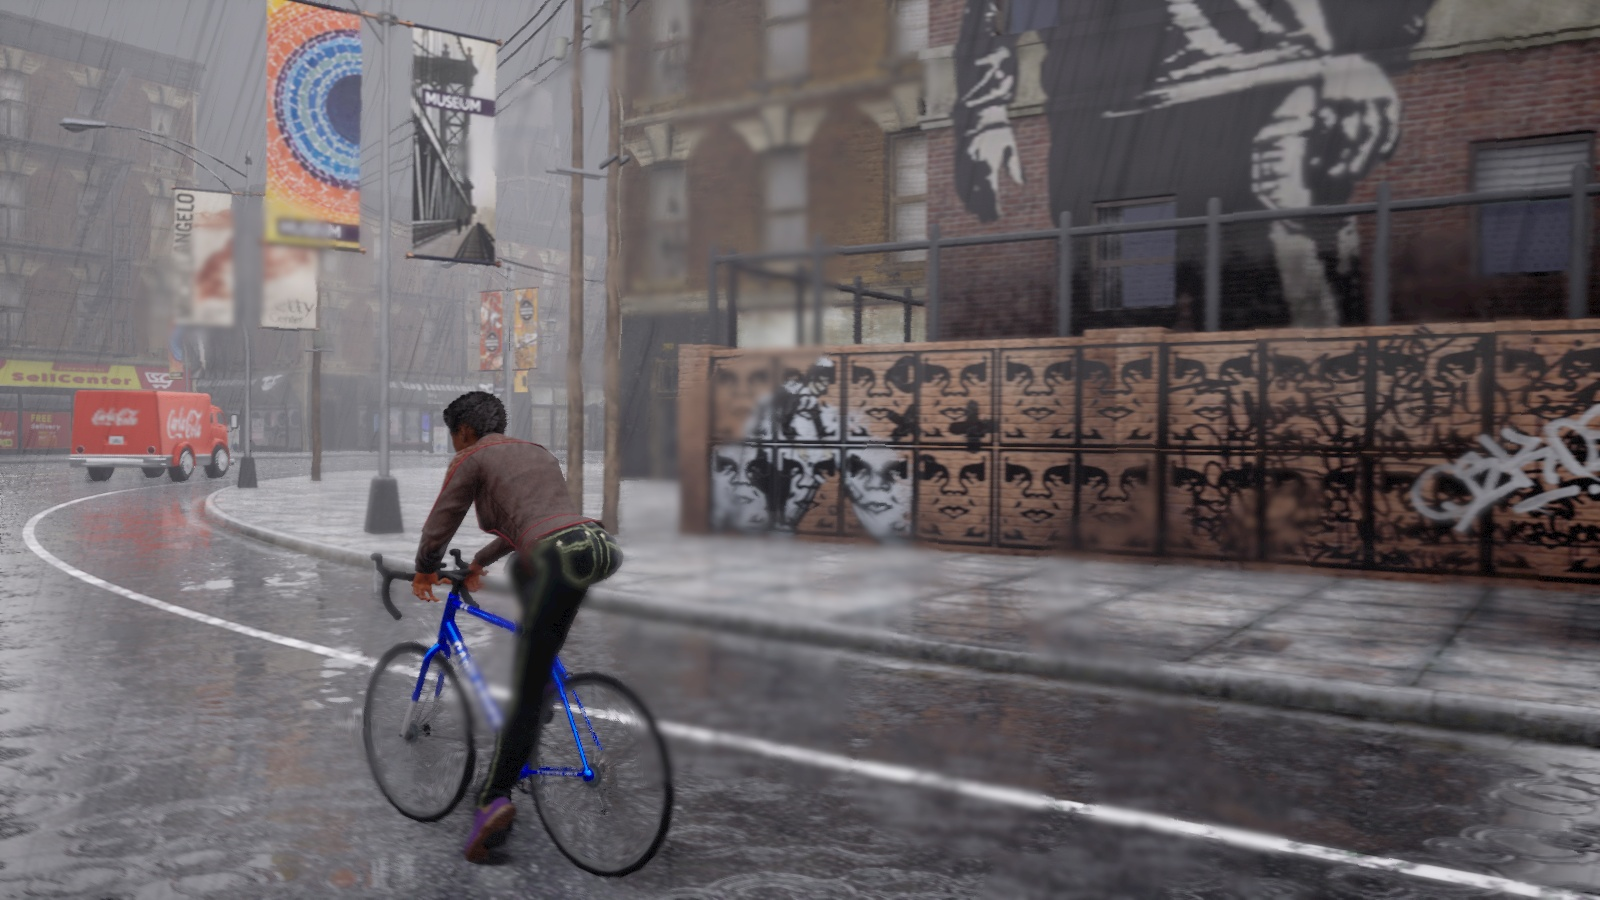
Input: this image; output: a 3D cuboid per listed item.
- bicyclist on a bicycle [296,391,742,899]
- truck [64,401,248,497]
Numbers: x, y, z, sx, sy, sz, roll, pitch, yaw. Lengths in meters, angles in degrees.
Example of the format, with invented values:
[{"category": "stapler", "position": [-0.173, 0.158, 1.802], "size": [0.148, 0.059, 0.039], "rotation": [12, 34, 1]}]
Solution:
[{"category": "bicyclist on a bicycle", "position": [-1.041, 0.634, 4.454], "size": [1.656, 1.620, 0.582], "rotation": [0, 1, 37]}, {"category": "truck", "position": [-17.975, -0.069, 35.430], "size": [2.627, 2.467, 5.204], "rotation": [-1, 1, -2]}]
